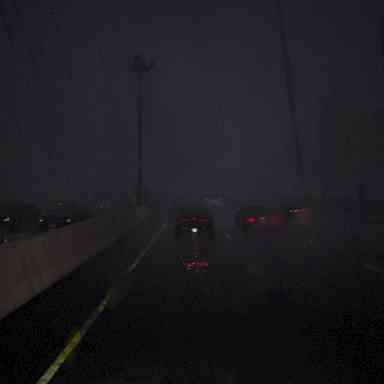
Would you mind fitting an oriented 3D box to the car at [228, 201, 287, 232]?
[{"bbox_3d":[3.595,1.456,19.356,2.033,1.411,5.357,0,0,-1],"label":"car"}]

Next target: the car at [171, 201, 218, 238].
[{"bbox_3d":[0.105,1.424,17.157,1.837,1.490,4.892,0,0,0],"label":"car"}]

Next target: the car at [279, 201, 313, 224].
[{"bbox_3d":[6.971,1.392,23.721,1.837,1.490,4.892,0,0,-2],"label":"car"}]

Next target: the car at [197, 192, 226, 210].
[{"bbox_3d":[1.961,1.038,38.897,2.150,2.045,5.566,0,0,-10],"label":"car"}]

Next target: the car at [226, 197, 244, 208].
[{"bbox_3d":[5.210,1.336,40.143,1.812,1.442,4.674,0,0,-10],"label":"car"}]

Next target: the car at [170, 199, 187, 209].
[{"bbox_3d":[-1.486,1.420,38.270,1.895,1.301,4.718,0,0,-10],"label":"car"}]
